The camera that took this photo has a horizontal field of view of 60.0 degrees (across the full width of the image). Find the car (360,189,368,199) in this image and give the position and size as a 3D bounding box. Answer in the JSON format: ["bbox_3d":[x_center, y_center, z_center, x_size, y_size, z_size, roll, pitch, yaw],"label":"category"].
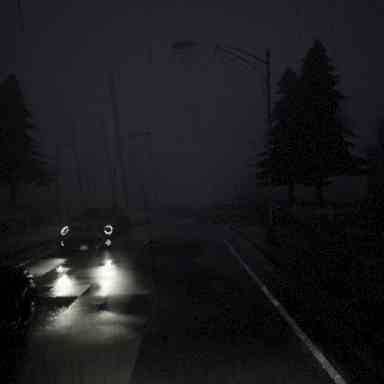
[{"bbox_3d":[31.261,0.321,56.803,1.932,1.855,4.605,-1,0,-1],"label":"car"}]

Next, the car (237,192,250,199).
[{"bbox_3d":[12.329,0.833,82.726,2.007,1.523,4.514,-1,0,-1],"label":"car"}]

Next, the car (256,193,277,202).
[{"bbox_3d":[12.686,0.947,56.695,1.845,1.501,3.633,-1,0,-1],"label":"car"}]

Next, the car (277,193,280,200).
[{"bbox_3d":[15.566,0.878,64.155,1.970,1.475,3.806,-1,0,-1],"label":"car"}]

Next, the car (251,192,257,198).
[{"bbox_3d":[15.464,0.765,82.820,2.152,1.636,5.027,-1,0,-1],"label":"car"}]

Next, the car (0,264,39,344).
[{"bbox_3d":[-3.649,1.618,4.148,1.994,1.385,4.181,-1,0,-1],"label":"car"}]

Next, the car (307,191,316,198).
[{"bbox_3d":[27.408,0.554,75.304,1.845,1.501,3.633,-1,0,-1],"label":"car"}]

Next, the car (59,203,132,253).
[{"bbox_3d":[-3.868,1.378,13.972,2.097,1.767,4.553,-1,0,-1],"label":"car"}]

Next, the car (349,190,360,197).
[{"bbox_3d":[37.399,0.345,75.394,2.007,1.523,4.514,-1,0,-1],"label":"car"}]
